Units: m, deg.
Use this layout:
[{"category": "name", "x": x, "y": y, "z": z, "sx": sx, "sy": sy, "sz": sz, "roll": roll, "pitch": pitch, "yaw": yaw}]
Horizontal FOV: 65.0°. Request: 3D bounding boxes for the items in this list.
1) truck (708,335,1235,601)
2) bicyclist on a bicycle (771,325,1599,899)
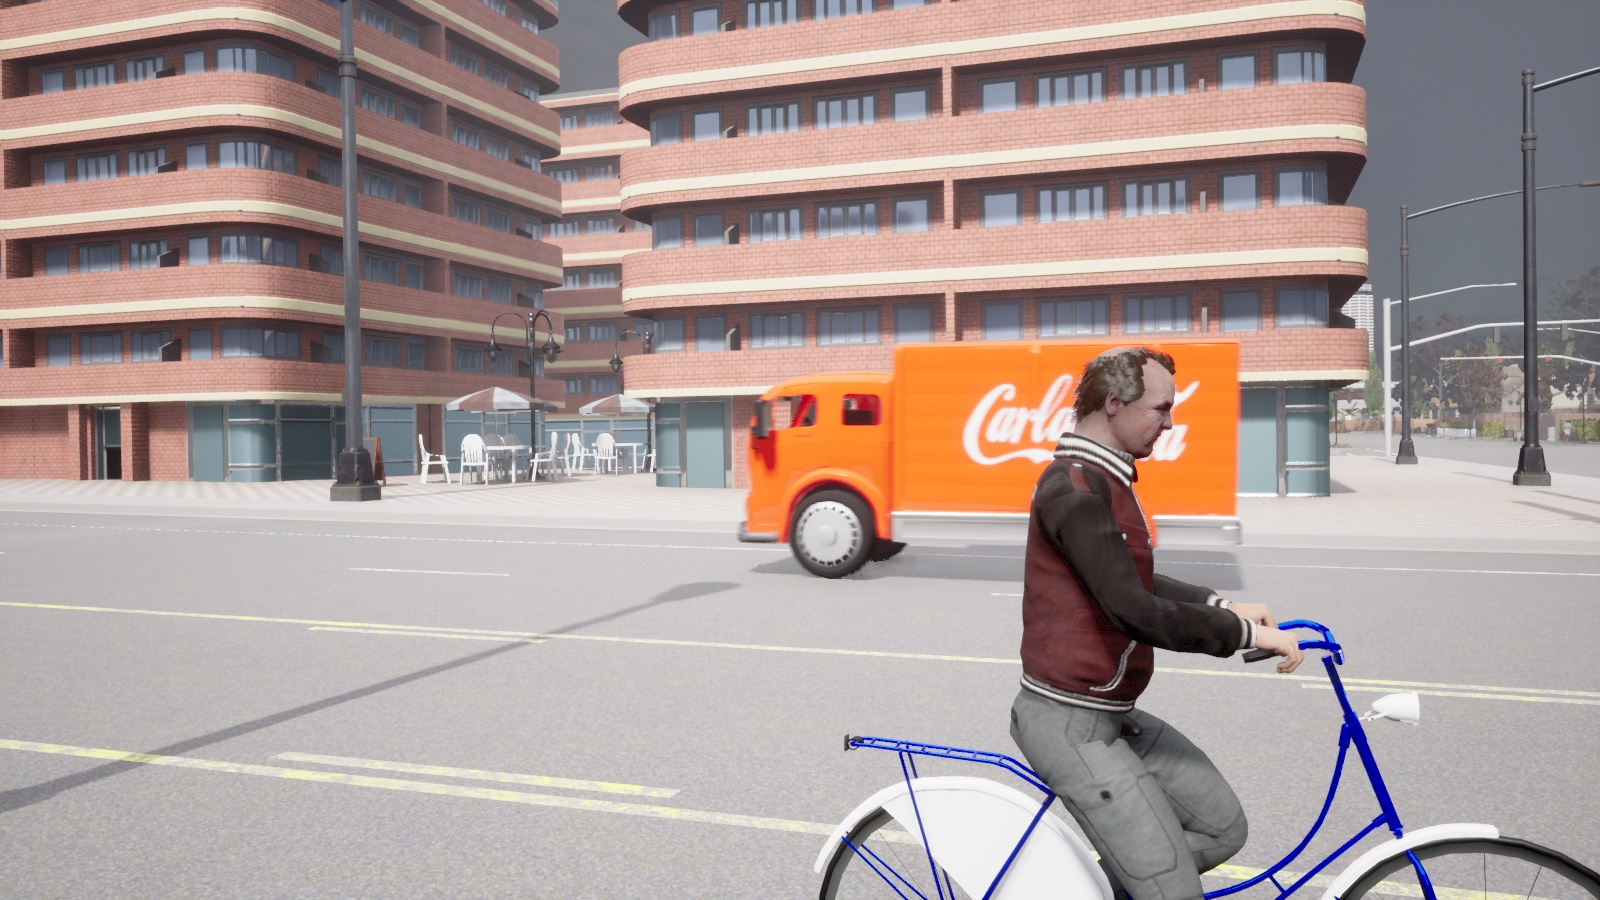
[{"category": "truck", "x": 1.919, "y": 0.123, "z": 13.649, "sx": 5.204, "sy": 2.467, "sz": 2.627, "roll": 1, "pitch": 1, "yaw": 17}, {"category": "bicyclist on a bicycle", "x": 0.913, "y": 0.654, "z": 2.814, "sx": 1.843, "sy": 1.776, "sz": 0.659, "roll": 0, "pitch": 1, "yaw": 18}]
